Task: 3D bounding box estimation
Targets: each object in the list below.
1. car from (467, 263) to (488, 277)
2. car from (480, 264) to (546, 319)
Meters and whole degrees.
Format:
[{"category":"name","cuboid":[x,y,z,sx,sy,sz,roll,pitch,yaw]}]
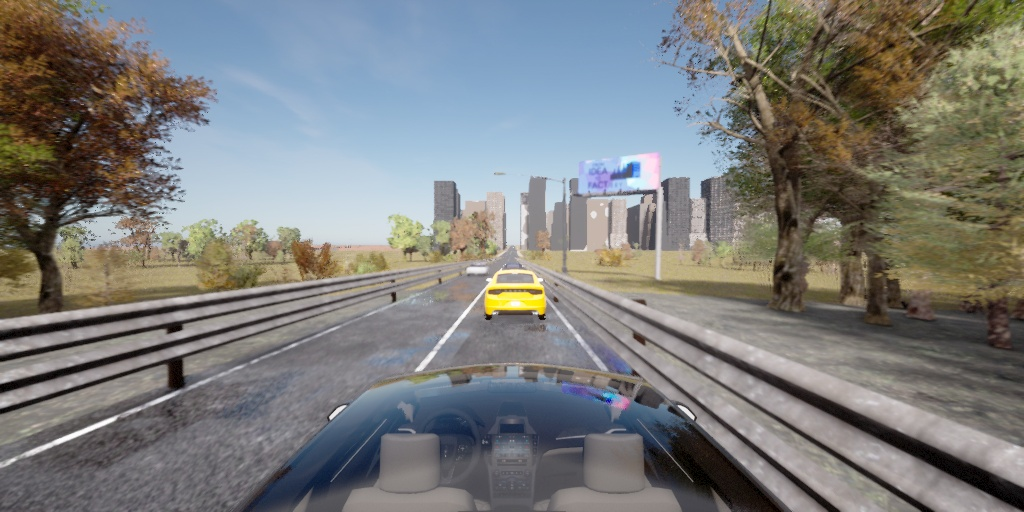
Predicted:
[{"category":"car","cuboid":[-3.280,1.340,35.142,1.895,1.301,4.718,0,0,0]},{"category":"car","cuboid":[0.101,1.224,12.802,1.882,1.535,5.008,0,0,0]}]
